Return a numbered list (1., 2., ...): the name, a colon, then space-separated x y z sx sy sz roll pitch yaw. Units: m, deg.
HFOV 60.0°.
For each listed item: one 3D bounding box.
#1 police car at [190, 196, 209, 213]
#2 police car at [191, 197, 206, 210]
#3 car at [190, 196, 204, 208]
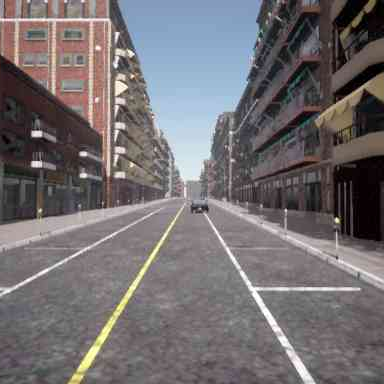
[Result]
1. police car: 0.825 1.484 36.644 1.930 1.638 5.238 0 0 0
2. police car: 0.825 1.520 46.648 1.930 1.638 5.238 0 0 0
3. car: 0.820 1.474 52.509 2.097 1.767 4.553 0 0 0
